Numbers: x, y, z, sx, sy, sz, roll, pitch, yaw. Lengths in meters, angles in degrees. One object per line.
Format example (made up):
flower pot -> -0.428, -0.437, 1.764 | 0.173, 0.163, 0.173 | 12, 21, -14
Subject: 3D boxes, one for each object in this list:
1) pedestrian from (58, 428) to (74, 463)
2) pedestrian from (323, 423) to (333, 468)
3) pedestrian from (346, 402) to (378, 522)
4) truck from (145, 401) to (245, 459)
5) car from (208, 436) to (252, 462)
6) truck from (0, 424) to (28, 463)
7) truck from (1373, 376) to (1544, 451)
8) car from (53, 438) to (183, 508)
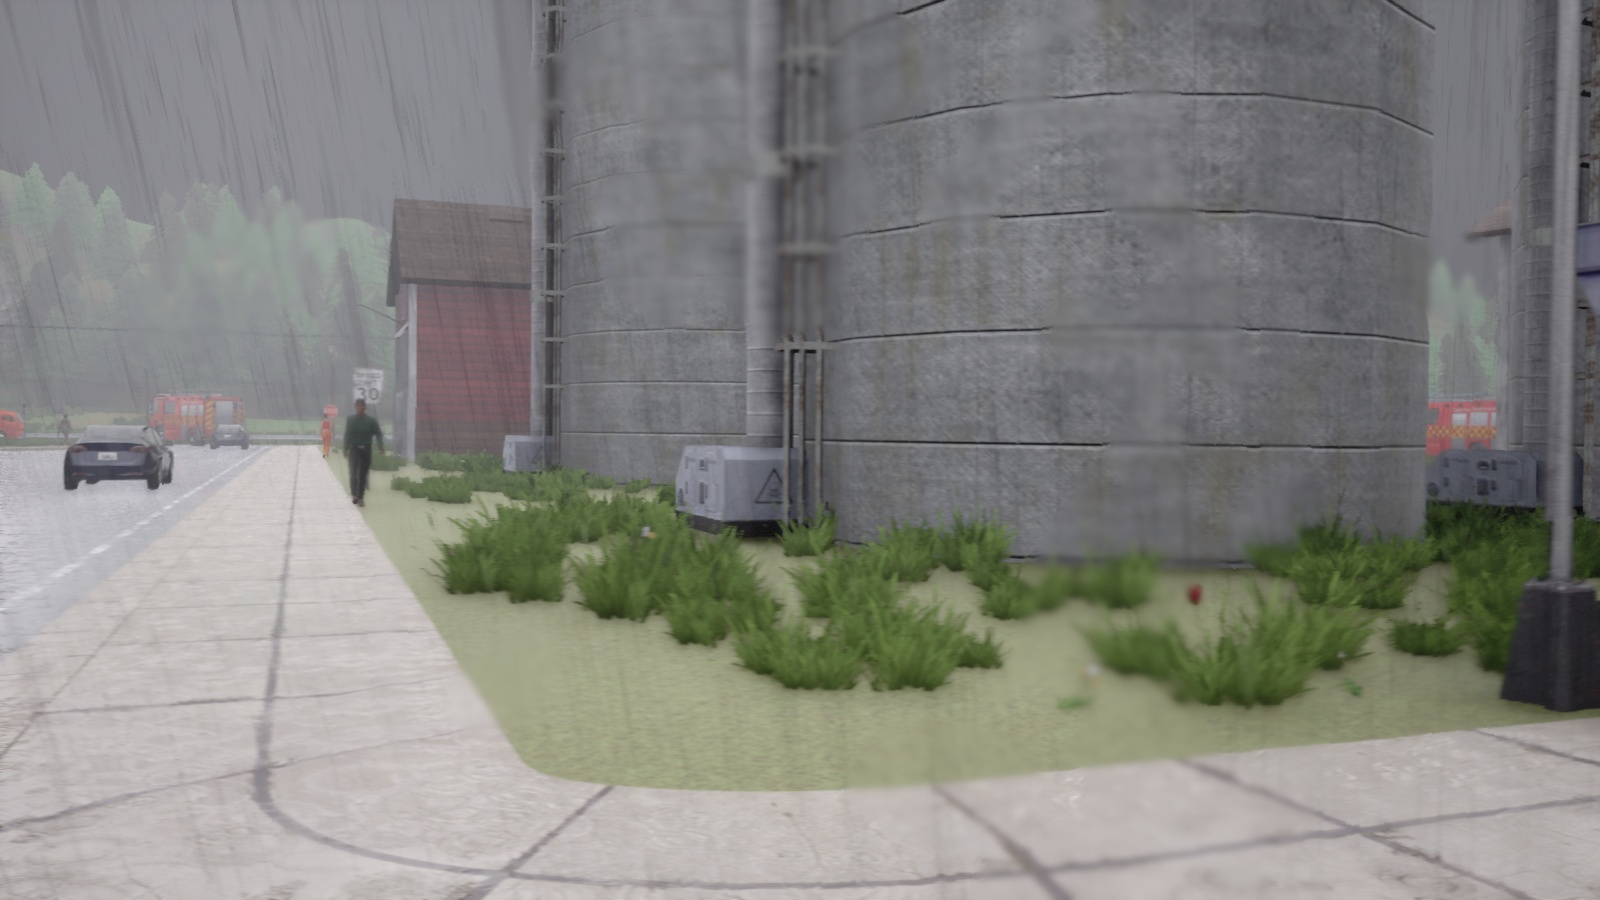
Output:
pedestrian -> -41.224, -0.248, 70.538 | 0.396, 1.930, 0.692 | -1, 1, 2
pedestrian -> -19.535, -0.181, 51.953 | 0.345, 1.836, 0.594 | -1, 1, -23
pedestrian -> -7.305, 0.191, 20.972 | 0.423, 1.949, 0.788 | -1, 1, -15
truck -> -41.742, -1.324, 86.529 | 8.468, 3.827, 2.891 | 0, 1, 40
car -> -34.318, -0.062, 75.673 | 2.163, 1.488, 4.792 | -1, 1, -22
truck -> -52.543, -0.422, 80.107 | 5.204, 2.467, 2.627 | -1, 1, -20
truck -> 35.975, -1.925, 69.024 | 2.891, 3.827, 8.468 | 0, 1, -22
car -> -16.275, 0.483, 30.200 | 2.163, 1.488, 4.792 | -1, 1, -22
